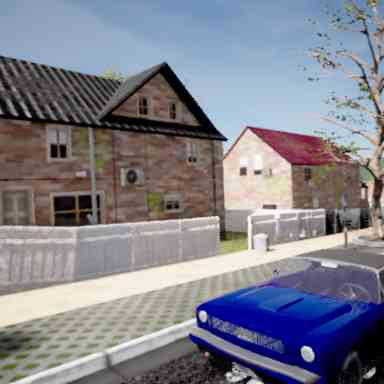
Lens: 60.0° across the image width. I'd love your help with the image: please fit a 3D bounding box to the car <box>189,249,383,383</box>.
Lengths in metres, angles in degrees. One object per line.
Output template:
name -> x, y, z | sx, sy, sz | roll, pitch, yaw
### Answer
car -> 2.211, 1.672, 5.192 | 4.718, 1.301, 1.895 | 0, -1, -42
